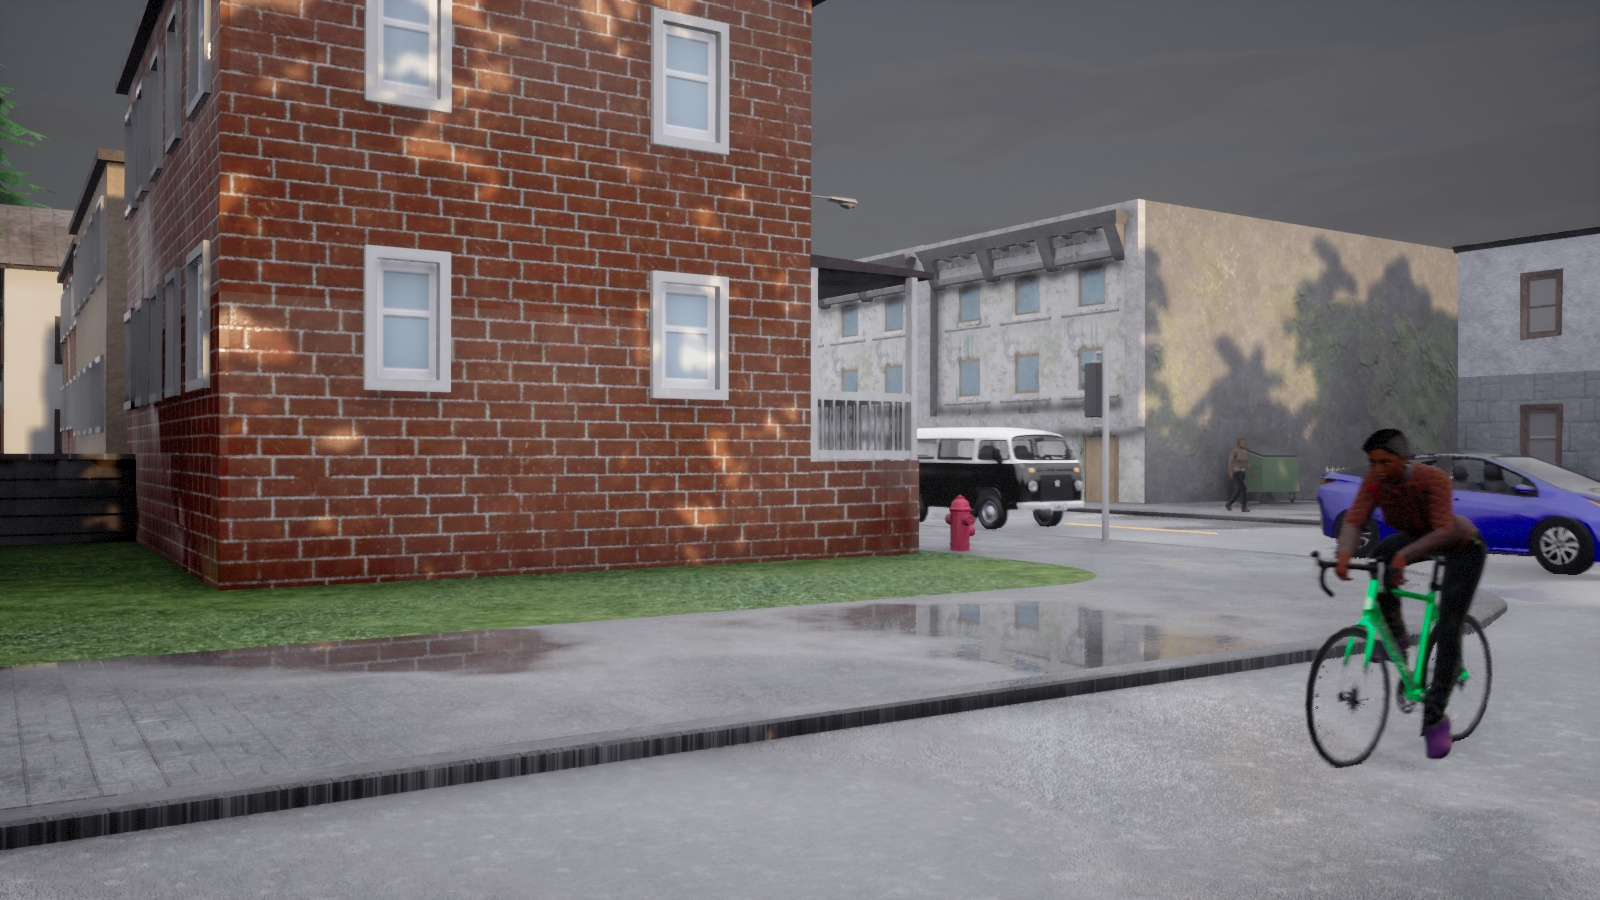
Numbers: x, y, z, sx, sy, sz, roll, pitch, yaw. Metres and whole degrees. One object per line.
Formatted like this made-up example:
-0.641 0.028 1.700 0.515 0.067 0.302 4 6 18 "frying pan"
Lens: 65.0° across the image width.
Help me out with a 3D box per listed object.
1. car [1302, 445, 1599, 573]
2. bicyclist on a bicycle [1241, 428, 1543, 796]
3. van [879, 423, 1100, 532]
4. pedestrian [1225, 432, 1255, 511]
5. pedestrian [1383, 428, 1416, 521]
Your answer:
9.443 0.713 17.119 2.007 1.525 4.514 0 0 -32 "car"
2.961 0.707 6.224 1.656 1.620 0.582 0 0 -34 "bicyclist on a bicycle"
3.790 0.523 25.903 2.069 2.038 4.480 0 0 -33 "van"
10.438 0.505 29.788 0.331 1.846 0.634 0 0 -25 "pedestrian"
12.145 0.491 25.450 0.353 1.847 0.614 0 0 -3 "pedestrian"
